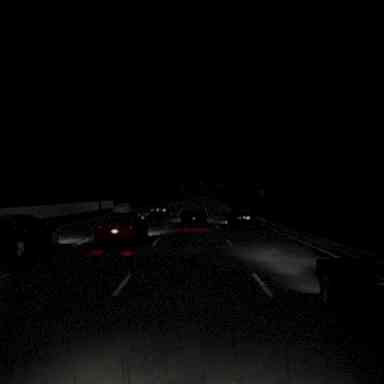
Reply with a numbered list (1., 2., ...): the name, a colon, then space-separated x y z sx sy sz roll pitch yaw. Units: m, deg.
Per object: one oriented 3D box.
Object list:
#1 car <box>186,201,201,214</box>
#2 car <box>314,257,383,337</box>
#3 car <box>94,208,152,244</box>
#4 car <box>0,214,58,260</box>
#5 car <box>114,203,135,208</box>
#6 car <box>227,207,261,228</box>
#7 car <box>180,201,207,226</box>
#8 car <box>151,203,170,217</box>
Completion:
1. car: 0.187 1.891 42.113 1.812 1.442 4.674 0 0 1
2. car: 3.611 1.647 5.206 1.895 1.301 4.718 0 0 0
3. car: -3.376 1.708 16.523 1.994 1.385 4.181 0 0 0
4. car: -6.882 1.618 12.934 1.837 1.490 4.892 0 0 0
5. car: -6.857 1.820 33.881 1.812 1.442 4.674 0 0 0
6. car: 3.630 1.756 23.957 2.033 1.411 5.357 0 0 0
7. car: 0.130 1.700 25.528 1.882 1.535 5.008 0 0 0
8. car: -3.354 1.854 35.345 2.033 1.411 5.357 0 0 0
